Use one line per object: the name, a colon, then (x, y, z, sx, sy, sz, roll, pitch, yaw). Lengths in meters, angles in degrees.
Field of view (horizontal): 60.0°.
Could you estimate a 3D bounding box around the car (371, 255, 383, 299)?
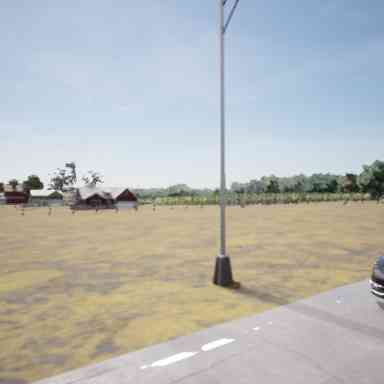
car: (5.737, 1.462, 7.130, 4.892, 1.490, 1.837, 0, 0, -35)
